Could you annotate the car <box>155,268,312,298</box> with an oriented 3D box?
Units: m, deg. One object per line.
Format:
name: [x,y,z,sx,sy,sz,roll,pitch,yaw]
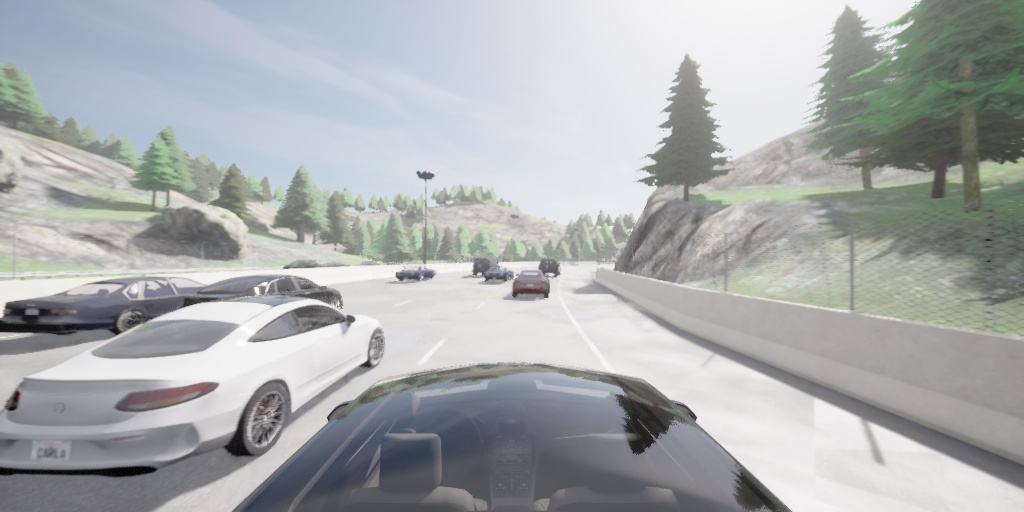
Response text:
car: [-6.706,1.267,10.214,1.837,1.490,4.892,0,0,2]

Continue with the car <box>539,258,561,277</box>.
car: [4.387,1.305,41.388,2.150,2.045,5.566,0,0,12]

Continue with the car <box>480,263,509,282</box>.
car: [-1.063,1.565,31.412,1.895,1.301,4.718,0,0,9]

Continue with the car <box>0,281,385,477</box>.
car: [-3.351,1.273,4.938,1.812,1.442,4.674,0,0,1]

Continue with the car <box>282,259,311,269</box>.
car: [-26.931,1.221,45.943,2.097,1.767,4.553,0,0,12]

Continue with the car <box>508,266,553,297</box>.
car: [1.133,1.461,20.128,1.994,1.385,4.181,0,0,6]

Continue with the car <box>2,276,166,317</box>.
car: [-10.258,1.280,10.264,2.033,1.411,5.357,0,0,3]

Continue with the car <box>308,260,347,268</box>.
car: [-23.242,1.450,46.572,2.033,1.411,5.357,0,0,13]

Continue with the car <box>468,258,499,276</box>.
car: [-2.832,1.245,40.999,2.150,2.045,5.566,0,0,12]

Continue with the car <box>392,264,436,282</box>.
car: [-8.197,1.506,31.035,1.895,1.301,4.718,0,0,9]

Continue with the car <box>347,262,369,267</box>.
car: [-19.348,1.468,47.814,1.812,1.442,4.674,0,0,13]

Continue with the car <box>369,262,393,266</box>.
car: [-16.084,1.522,46.407,1.994,1.385,4.181,0,0,13]
